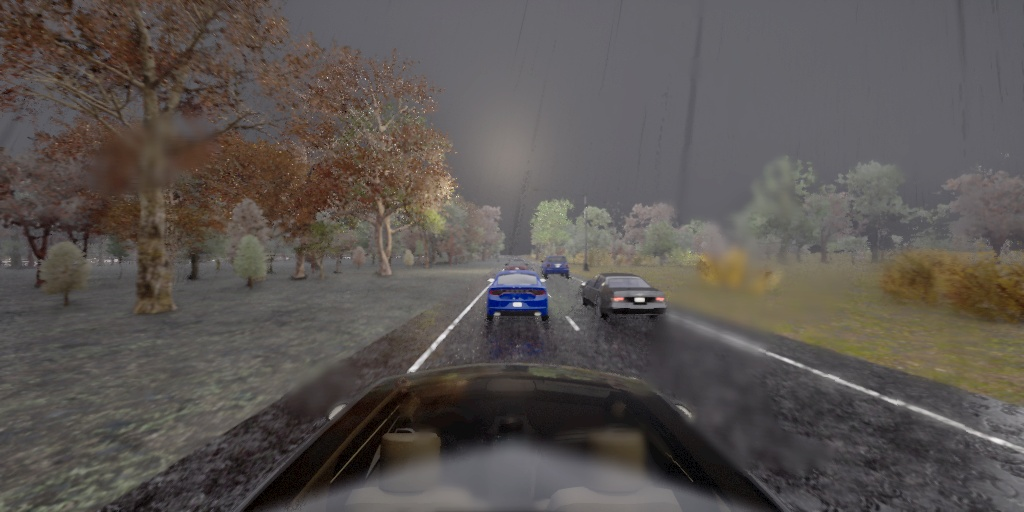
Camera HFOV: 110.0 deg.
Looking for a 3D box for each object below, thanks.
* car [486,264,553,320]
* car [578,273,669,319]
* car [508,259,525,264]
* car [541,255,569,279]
[{"bbox_3d":[0.181,1.228,12.675,1.882,1.535,5.008,0,0,1],"label":"car"},{"bbox_3d":[3.677,1.299,12.753,2.033,1.411,5.357,0,0,1],"label":"car"},{"bbox_3d":[0.418,1.103,33.155,2.097,1.767,4.553,0,0,1],"label":"car"},{"bbox_3d":[3.919,0.974,33.117,2.150,2.045,5.566,0,0,1],"label":"car"}]
